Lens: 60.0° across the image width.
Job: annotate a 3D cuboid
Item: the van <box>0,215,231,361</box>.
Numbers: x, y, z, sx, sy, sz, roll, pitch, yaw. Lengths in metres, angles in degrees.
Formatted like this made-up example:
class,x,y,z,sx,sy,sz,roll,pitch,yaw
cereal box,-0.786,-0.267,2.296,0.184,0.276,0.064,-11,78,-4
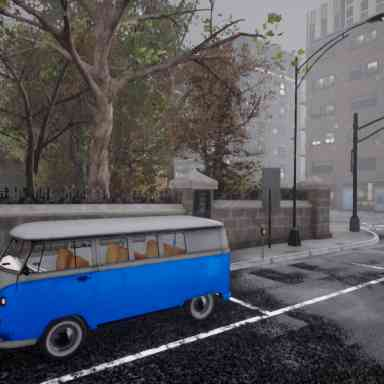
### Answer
class,x,y,z,sx,sy,sz,roll,pitch,yaw
van,-1.188,1.342,5.642,3.998,1.788,1.690,0,1,-35
